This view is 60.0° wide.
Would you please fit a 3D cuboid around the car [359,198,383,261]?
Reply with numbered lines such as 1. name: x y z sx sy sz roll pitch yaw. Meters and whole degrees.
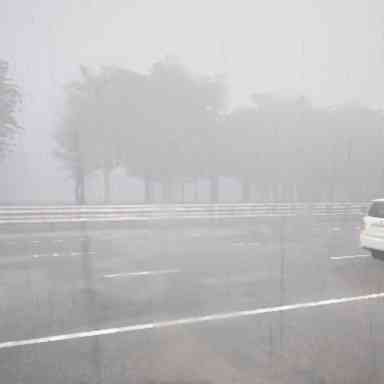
1. car: 7.917 1.201 10.391 5.566 2.045 2.150 0 0 -19
